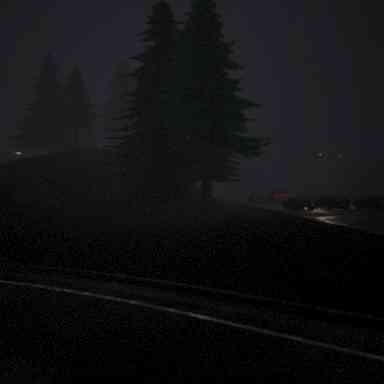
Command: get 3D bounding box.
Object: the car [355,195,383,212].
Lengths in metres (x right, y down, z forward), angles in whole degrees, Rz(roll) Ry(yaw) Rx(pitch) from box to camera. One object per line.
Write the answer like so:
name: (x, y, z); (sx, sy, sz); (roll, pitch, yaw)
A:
car: (17.464, 1.024, 31.935); (2.128, 1.511, 4.902); (-1, 1, -3)

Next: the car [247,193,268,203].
car: (9.635, 1.031, 50.413); (1.895, 1.301, 4.718); (-1, 1, -3)

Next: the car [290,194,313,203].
car: (16.627, 0.962, 50.725); (1.895, 1.301, 4.718); (-1, 1, -3)

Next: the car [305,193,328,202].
car: (20.005, 0.867, 53.558); (1.994, 1.385, 4.181); (-1, 1, -3)

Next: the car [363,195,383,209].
car: (20.777, 1.024, 36.204); (1.994, 1.385, 4.181); (-1, 1, -3)

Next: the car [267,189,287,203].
car: (13.077, 0.608, 51.703); (2.150, 2.045, 5.566); (-1, 1, -3)

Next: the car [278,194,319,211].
car: (10.413, 1.188, 32.940); (1.895, 1.301, 4.718); (-1, 1, -3)

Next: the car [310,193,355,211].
car: (13.895, 1.028, 33.400); (1.882, 1.535, 5.008); (-1, 1, -3)
